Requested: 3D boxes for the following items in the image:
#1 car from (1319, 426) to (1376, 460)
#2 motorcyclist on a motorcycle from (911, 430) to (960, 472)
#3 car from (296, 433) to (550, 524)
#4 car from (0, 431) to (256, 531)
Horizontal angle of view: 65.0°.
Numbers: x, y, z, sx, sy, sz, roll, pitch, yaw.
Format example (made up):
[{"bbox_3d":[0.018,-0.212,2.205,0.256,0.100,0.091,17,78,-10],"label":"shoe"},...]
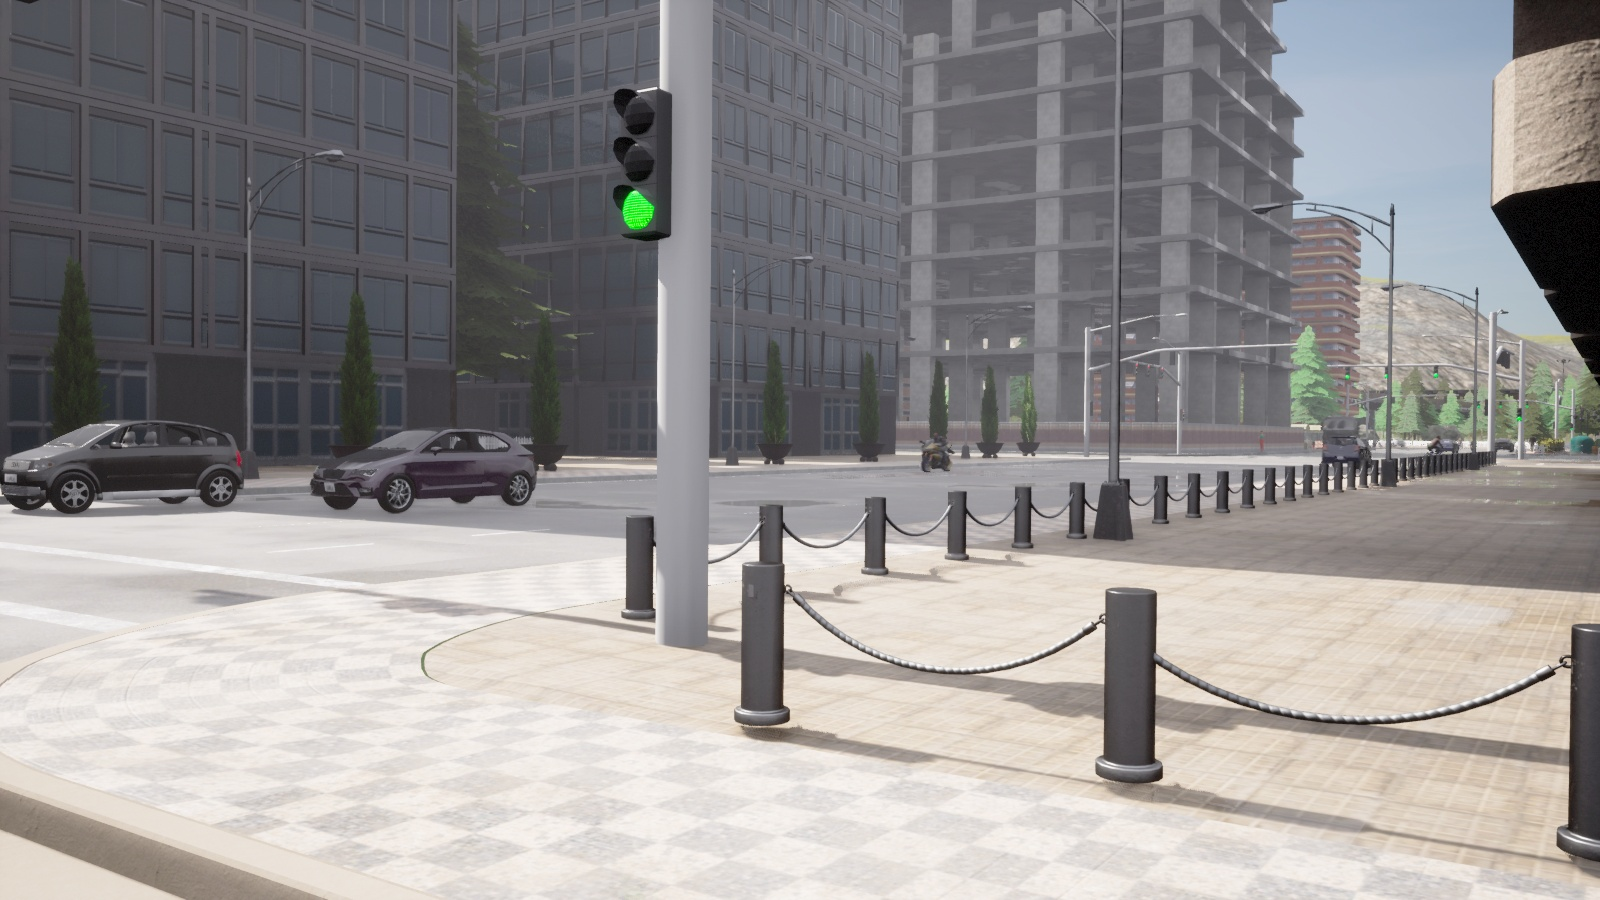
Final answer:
[{"bbox_3d":[25.269,-0.330,57.908,1.845,1.501,3.633,0,1,33],"label":"car"},{"bbox_3d":[5.052,0.029,46.588,0.866,1.530,2.191,0,1,34],"label":"motorcyclist on a motorcycle"},{"bbox_3d":[-6.723,0.439,22.796,1.816,1.474,4.193,0,1,34],"label":"car"},{"bbox_3d":[-11.657,0.463,21.730,1.789,1.549,3.705,0,1,34],"label":"car"}]
